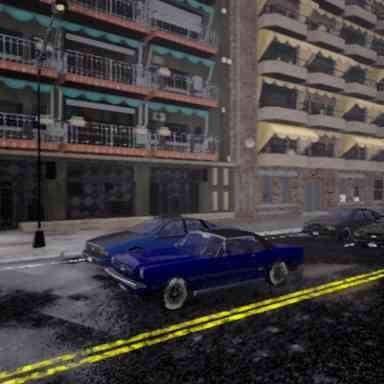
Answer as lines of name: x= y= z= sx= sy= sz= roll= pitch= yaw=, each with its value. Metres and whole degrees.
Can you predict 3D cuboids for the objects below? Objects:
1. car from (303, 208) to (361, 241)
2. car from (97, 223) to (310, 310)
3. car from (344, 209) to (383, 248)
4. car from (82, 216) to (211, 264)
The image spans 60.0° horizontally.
car: x=7.950 y=1.524 z=16.815 sx=5.357 sy=1.411 sz=2.033 roll=0 pitch=0 yaw=-33
car: x=0.445 y=1.590 z=7.898 sx=4.718 sy=1.301 sz=1.895 roll=0 pitch=0 yaw=-34
car: x=8.759 y=1.528 z=13.471 sx=5.357 sy=1.411 sz=2.033 roll=0 pitch=0 yaw=-33
car: x=-0.729 y=1.533 z=11.027 sx=5.357 sy=1.411 sz=2.033 roll=0 pitch=0 yaw=-35
